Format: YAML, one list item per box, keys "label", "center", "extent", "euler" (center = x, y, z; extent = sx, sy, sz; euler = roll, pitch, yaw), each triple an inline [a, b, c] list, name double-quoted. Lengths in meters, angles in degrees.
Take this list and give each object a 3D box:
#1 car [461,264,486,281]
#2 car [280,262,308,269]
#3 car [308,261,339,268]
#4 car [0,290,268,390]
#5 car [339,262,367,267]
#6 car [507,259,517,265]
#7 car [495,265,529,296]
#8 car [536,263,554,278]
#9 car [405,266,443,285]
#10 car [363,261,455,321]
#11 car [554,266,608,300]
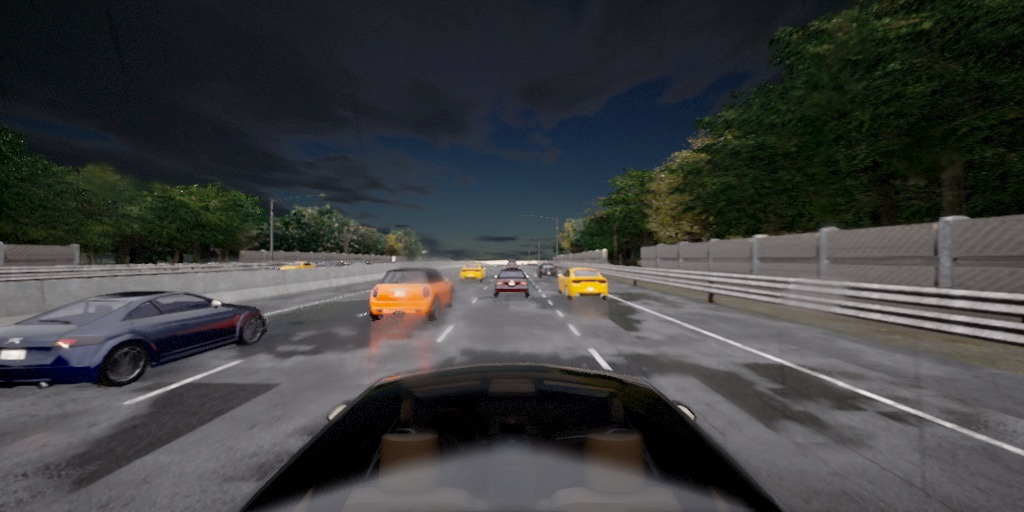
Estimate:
- label: "car"
  center: [-3.410, 1.416, 32.145]
  extent: [1.882, 1.535, 5.008]
  euler: [0, 0, 0]
- label: "car"
  center: [-24.580, 1.430, 41.450]
  extent: [1.882, 1.535, 5.008]
  euler: [0, 0, 0]
- label: "car"
  center: [-21.081, 1.449, 41.962]
  extent: [2.128, 1.511, 4.902]
  euler: [0, 0, 0]
- label: "car"
  center: [-6.919, 1.353, 6.981]
  extent: [1.994, 1.385, 4.181]
  euler: [0, 0, 0]
- label: "car"
  center: [-17.585, 1.435, 41.439]
  extent: [1.882, 1.535, 5.008]
  euler: [0, 0, 0]
- label: "car"
  center: [-0.003, 1.579, 54.707]
  extent: [2.033, 1.411, 5.357]
  euler: [0, 0, 0]
- label: "car"
  center: [-0.014, 1.433, 20.253]
  extent: [2.033, 1.411, 5.357]
  euler: [0, 0, 0]
- label: "car"
  center: [3.592, 1.486, 36.949]
  extent: [1.812, 1.442, 4.674]
  euler: [0, 0, 0]
- label: "car"
  center: [-6.912, 1.523, 28.776]
  extent: [1.895, 1.301, 4.718]
  euler: [0, 0, 0]
- label: "car"
  center: [-3.416, 1.188, 13.089]
  extent: [2.097, 1.767, 4.553]
  euler: [0, 0, 0]
- label: "car"
  center: [3.586, 1.357, 18.848]
  extent: [1.882, 1.535, 5.008]
  euler: [0, 0, 0]
